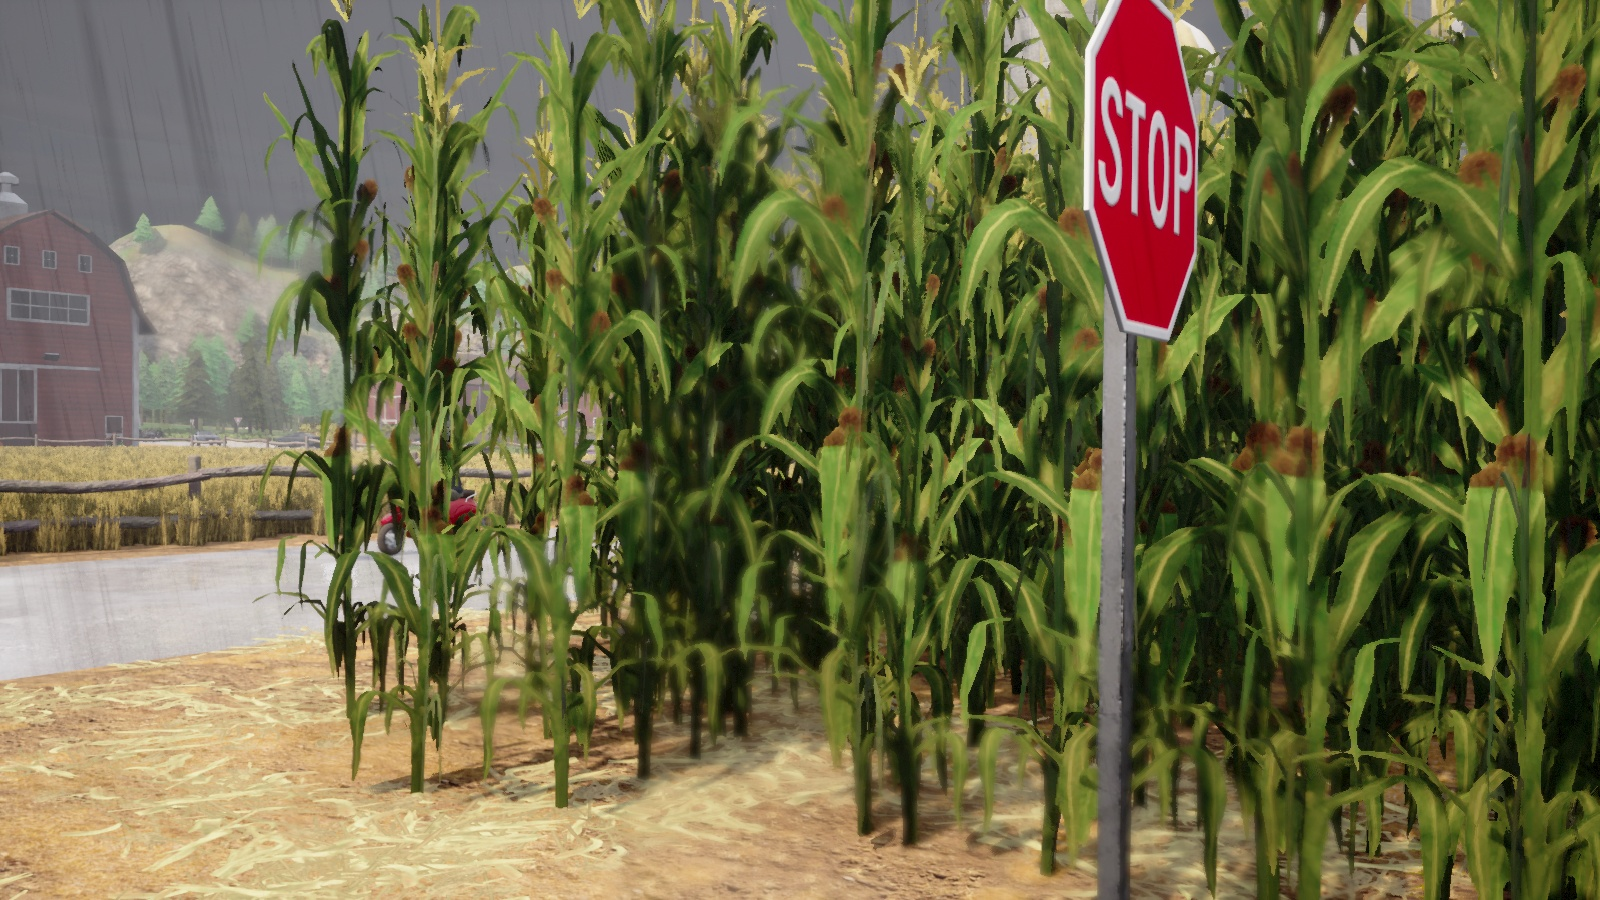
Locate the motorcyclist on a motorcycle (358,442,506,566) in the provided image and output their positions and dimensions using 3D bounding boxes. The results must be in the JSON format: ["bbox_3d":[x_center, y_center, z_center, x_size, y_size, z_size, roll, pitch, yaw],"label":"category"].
[{"bbox_3d":[-5.014,0.695,17.219,0.866,1.590,1.817,0,1,33],"label":"motorcyclist on a motorcycle"}]

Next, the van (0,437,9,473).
[{"bbox_3d":[-45.547,0.284,67.838,1.775,1.987,4.442,0,1,30],"label":"van"}]
